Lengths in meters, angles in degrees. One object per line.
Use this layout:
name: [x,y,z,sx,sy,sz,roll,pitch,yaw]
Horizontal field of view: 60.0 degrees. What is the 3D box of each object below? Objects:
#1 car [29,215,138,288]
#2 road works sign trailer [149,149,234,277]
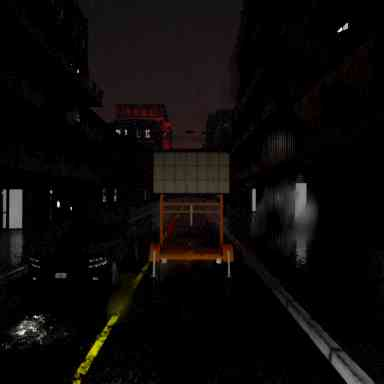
car: [-2.765,1.489,9.500,1.882,1.535,5.008,0,0,0]
road works sign trailer: [-0.016,0.477,10.240,2.380,3.560,2.880,0,0,0]
